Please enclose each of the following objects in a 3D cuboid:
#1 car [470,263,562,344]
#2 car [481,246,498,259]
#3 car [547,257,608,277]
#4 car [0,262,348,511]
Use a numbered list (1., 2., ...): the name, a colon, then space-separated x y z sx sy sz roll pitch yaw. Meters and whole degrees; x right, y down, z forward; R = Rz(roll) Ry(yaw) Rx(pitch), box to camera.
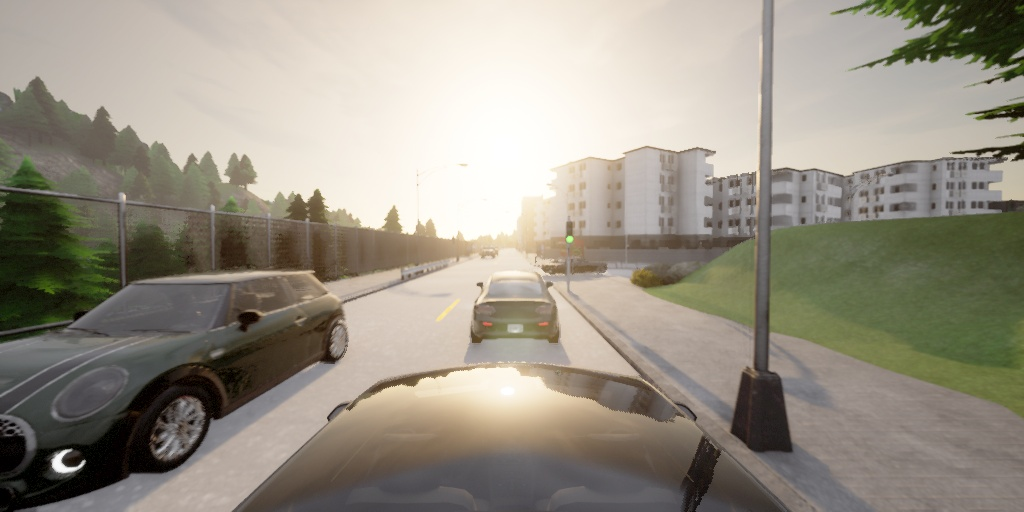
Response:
1. car: 0.069 1.078 8.809 1.812 1.442 4.674 0 2 0
2. car: -4.002 -0.657 60.400 2.150 2.045 5.566 0 2 1
3. car: 4.477 0.701 25.135 4.718 1.301 1.895 -1 2 -32
4. car: -4.081 1.019 4.693 2.097 1.767 4.553 0 2 0
